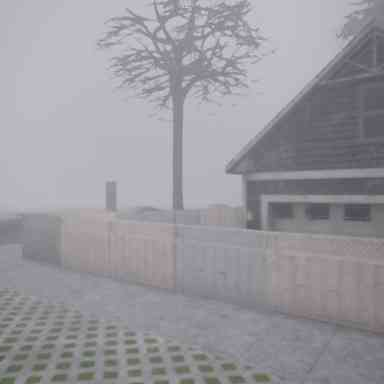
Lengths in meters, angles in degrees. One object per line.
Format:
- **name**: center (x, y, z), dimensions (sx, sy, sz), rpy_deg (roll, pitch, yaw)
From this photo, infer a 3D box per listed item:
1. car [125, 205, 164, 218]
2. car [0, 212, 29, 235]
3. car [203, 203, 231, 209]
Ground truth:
- **car**: center (-4.479, 1.929, 28.458), dimensions (1.882, 1.535, 5.008), rpy_deg (0, -1, 35)
- **car**: center (-10.591, 1.902, 19.751), dimensions (1.895, 1.301, 4.718), rpy_deg (0, -1, 35)
- **car**: center (2.816, 2.108, 38.818), dimensions (1.882, 1.535, 5.008), rpy_deg (0, -1, 35)
